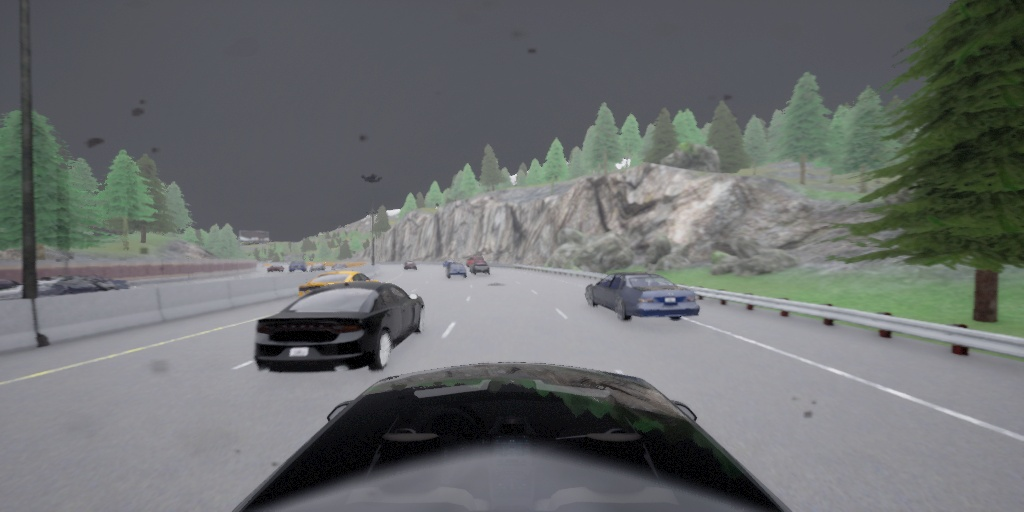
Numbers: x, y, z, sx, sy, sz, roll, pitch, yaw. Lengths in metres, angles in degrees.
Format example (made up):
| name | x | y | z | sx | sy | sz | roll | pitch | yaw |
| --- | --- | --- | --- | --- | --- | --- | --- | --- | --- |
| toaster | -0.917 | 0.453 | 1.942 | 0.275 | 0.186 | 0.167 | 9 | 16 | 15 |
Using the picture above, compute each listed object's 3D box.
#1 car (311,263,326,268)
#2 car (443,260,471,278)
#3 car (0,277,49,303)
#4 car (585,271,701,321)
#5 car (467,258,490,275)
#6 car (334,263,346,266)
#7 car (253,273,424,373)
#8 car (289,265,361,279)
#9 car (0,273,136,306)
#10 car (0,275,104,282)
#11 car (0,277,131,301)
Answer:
| name | x | y | z | sx | sy | sz | roll | pitch | yaw |
| --- | --- | --- | --- | --- | --- | --- | --- | --- | --- |
| car | -30.545 | 1.909 | 56.660 | 1.812 | 1.442 | 4.674 | -1 | 0 | -21 |
| car | -5.826 | 1.428 | 36.902 | 2.033 | 1.411 | 5.357 | -1 | 0 | -14 |
| car | -28.754 | 1.934 | 19.247 | 1.895 | 1.301 | 4.718 | -1 | 0 | -6 |
| car | 4.003 | 1.221 | 12.037 | 2.033 | 1.411 | 5.357 | -1 | 0 | -5 |
| car | -3.745 | 1.332 | 41.072 | 2.128 | 1.511 | 4.902 | -1 | 0 | -13 |
| car | -25.835 | 1.782 | 53.955 | 2.128 | 1.511 | 4.902 | -1 | 0 | -19 |
| car | -3.273 | 1.296 | 7.877 | 1.882 | 1.535 | 5.008 | 0 | 0 | -1 |
| car | -7.149 | 1.376 | 15.362 | 1.882 | 1.535 | 5.008 | -1 | 0 | -4 |
| car | -25.395 | 1.815 | 20.724 | 2.033 | 1.411 | 5.357 | -1 | 0 | -6 |
| car | -21.554 | 1.714 | 16.946 | 1.812 | 1.442 | 4.674 | -1 | 0 | -5 |
| car | -17.825 | 1.713 | 13.890 | 1.895 | 1.301 | 4.718 | -1 | 0 | -3 |
